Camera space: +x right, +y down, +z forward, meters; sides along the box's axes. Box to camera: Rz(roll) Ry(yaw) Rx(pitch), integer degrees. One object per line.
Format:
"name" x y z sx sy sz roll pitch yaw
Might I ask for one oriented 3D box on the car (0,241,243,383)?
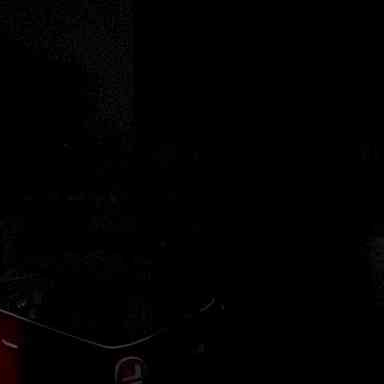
"car" -1.556 1.440 4.053 4.097 1.590 1.967 0 0 35
